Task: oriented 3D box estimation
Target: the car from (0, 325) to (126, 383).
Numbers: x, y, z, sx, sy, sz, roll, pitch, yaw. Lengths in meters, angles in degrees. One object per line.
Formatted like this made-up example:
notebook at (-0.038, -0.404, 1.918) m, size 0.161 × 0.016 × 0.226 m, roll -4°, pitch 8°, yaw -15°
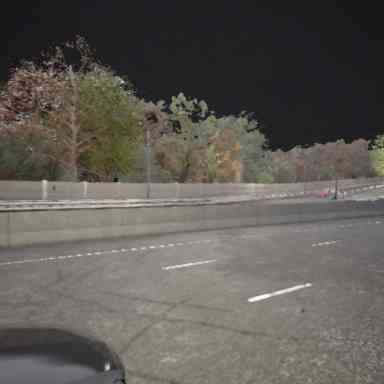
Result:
car at (-2.640, 1.527, 1.866) m, size 4.674 × 1.442 × 1.812 m, roll 0°, pitch 0°, yaw -35°

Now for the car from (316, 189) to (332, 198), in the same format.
car at (31.309, 0.326, 79.724) m, size 2.150 × 2.045 × 5.566 m, roll 0°, pitch 1°, yaw 32°
